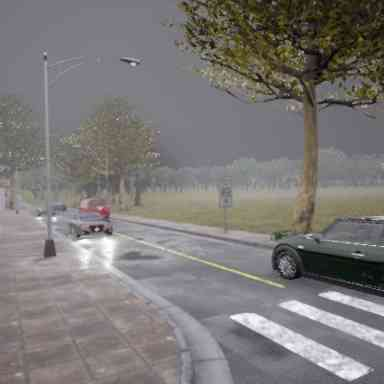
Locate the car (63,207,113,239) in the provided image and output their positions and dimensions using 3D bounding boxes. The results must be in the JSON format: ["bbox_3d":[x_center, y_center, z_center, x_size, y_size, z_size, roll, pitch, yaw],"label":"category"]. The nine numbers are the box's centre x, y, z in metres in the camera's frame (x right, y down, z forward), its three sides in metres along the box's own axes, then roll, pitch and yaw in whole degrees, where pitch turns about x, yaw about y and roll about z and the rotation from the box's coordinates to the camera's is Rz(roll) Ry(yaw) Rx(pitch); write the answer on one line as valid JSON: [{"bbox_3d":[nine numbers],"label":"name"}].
[{"bbox_3d":[-6.123,1.864,19.752,1.994,1.385,4.181,-2,0,-29],"label":"car"}]

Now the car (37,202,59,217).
[{"bbox_3d":[-18.098,2.227,41.239,1.837,1.490,4.892,-2,-1,-29],"label":"car"}]

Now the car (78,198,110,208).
[{"bbox_3d":[-9.430,1.652,31.642,2.150,2.045,5.566,-2,0,-29],"label":"car"}]

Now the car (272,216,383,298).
[{"bbox_3d":[3.989,1.332,7.760,2.097,1.767,4.553,-2,0,-29],"label":"car"}]

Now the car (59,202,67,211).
[{"bbox_3d":[-20.755,2.346,51.810,1.882,1.535,5.008,-2,-1,-29],"label":"car"}]
